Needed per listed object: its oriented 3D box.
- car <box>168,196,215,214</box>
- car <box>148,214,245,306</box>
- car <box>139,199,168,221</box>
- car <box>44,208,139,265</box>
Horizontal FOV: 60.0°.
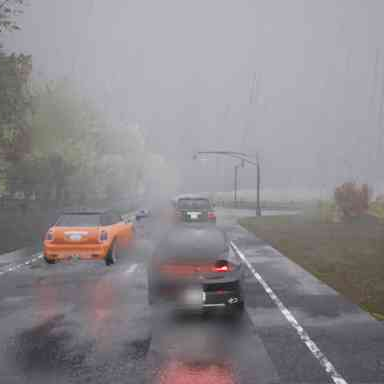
[{"bbox_3d":[0.105,1.226,17.917,2.150,2.045,5.566,0,0,0],"label":"car"},{"bbox_3d":[0.098,1.507,8.008,1.837,1.490,4.892,0,0,1],"label":"car"},{"bbox_3d":[-3.394,1.553,27.209,2.033,1.411,5.357,0,0,0],"label":"car"},{"bbox_3d":[-3.397,1.355,11.867,2.097,1.767,4.553,0,0,0],"label":"car"}]
